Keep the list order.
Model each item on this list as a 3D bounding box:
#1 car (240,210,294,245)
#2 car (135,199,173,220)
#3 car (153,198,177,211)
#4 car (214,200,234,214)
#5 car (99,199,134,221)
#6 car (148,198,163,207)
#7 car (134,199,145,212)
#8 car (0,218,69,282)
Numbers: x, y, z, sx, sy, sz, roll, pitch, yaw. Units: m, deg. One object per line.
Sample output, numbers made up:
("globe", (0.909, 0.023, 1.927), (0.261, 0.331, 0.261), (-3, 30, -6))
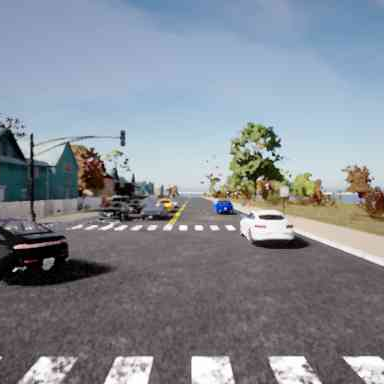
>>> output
("car", (3.406, 1.561, 15.616), (1.812, 1.442, 4.674), (0, 0, 0))
("car", (-3.202, 1.630, 29.392), (2.033, 1.411, 5.357), (0, 0, 3))
("car", (-3.178, 1.592, 39.377), (1.882, 1.535, 5.008), (0, 0, 0))
("car", (3.477, 1.576, 36.949), (1.882, 1.535, 5.008), (0, 0, 0))
("car", (-6.491, 1.587, 28.284), (1.837, 1.490, 4.892), (0, 0, 0))
("car", (-6.303, 1.732, 58.085), (2.033, 1.411, 5.357), (0, 0, 0))
("car", (-6.444, 1.617, 37.694), (1.837, 1.490, 4.892), (0, 0, 0))
("car", (-5.701, 1.519, 9.573), (4.902, 1.511, 2.128), (0, -1, 30))
